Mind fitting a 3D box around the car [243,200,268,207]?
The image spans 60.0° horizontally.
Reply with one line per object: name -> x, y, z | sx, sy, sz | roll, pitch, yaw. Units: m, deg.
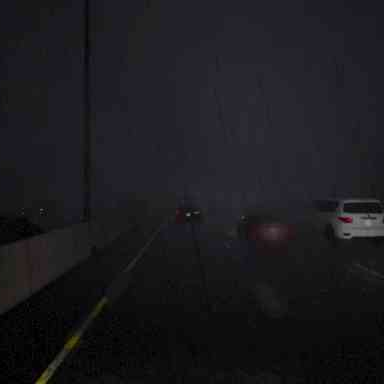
car -> 6.558, 1.620, 34.893 | 1.882, 1.535, 5.008 | 0, 0, -1

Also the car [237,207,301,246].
car -> 3.357, 1.628, 15.752 | 1.994, 1.385, 4.181 | 0, 0, -1

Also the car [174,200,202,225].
car -> -0.290, 1.614, 25.326 | 2.163, 1.488, 4.792 | 0, 0, -1

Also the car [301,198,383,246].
car -> 6.852, 1.281, 15.717 | 2.150, 2.045, 5.566 | 0, 0, -1

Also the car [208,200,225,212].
car -> 2.966, 1.719, 40.670 | 2.033, 1.411, 5.357 | 0, 0, -1

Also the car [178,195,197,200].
car -> -0.557, 1.403, 41.670 | 2.150, 2.045, 5.566 | 0, 0, -1

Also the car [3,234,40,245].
car -> -7.285, 1.628, 12.622 | 1.994, 1.385, 4.181 | 0, 0, -1
